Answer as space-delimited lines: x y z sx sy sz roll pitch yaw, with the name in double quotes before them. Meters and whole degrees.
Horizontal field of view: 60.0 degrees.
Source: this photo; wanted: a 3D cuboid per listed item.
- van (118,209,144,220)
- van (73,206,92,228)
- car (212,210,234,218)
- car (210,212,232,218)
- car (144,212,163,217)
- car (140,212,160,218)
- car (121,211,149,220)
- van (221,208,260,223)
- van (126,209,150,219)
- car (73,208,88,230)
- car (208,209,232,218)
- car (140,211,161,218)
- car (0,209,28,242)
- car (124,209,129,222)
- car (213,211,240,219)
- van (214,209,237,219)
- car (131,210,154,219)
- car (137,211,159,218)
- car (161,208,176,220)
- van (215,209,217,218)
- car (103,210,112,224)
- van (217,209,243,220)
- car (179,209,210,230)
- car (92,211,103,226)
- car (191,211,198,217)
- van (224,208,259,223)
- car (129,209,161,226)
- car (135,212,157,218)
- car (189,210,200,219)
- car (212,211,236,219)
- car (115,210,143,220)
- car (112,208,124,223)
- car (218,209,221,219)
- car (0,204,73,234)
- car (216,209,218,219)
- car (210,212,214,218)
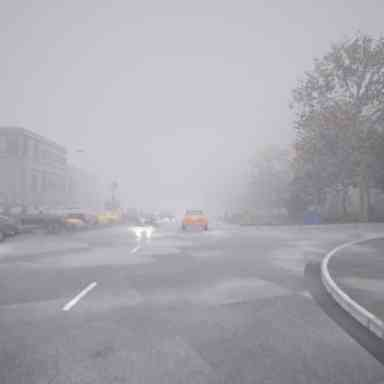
"van" -11.084 4.066 60.857 4.442 1.987 1.878 0 -3 -19
"van" -11.191 2.216 28.733 4.442 1.987 1.878 0 -4 -20
"car" 6.964 5.048 75.339 4.553 1.767 2.185 2 -4 -19
"car" 7.076 5.568 81.230 4.792 1.488 2.163 2 -4 -19
"car" -10.650 6.265 93.097 4.892 1.521 2.231 0 -4 -19
"car" -10.735 5.762 84.309 4.674 1.452 2.002 0 -4 -19
"car" -10.937 4.467 63.814 5.008 1.535 2.097 0 -3 -19
"van" 6.551 3.029 42.983 4.442 1.987 1.878 2 -3 -19
"van" -10.808 4.419 66.799 4.442 1.987 1.878 0 -4 -19
"car" -11.147 2.273 25.809 5.366 1.575 1.946 0 -4 -20
"car" 7.059 5.466 84.159 5.566 2.045 2.435 2 -3 -19
"car" -10.875 5.898 87.173 5.366 1.575 1.946 0 -3 -19
"car" -11.367 1.831 16.953 4.892 1.521 2.231 0 -2 -20
"car" -11.121 3.298 43.321 4.792 1.488 2.163 0 -4 -19
"car" 6.892 4.637 66.526 4.892 1.521 2.231 2 -4 -19
"van" 7.038 4.594 69.522 4.442 1.987 1.878 2 -4 -19
"car" -10.885 4.875 72.600 4.553 1.767 2.185 0 -4 -19
"car" -10.773 5.543 81.387 4.892 1.521 2.231 0 -4 -20
"car" -4.583 3.921 59.042 2.150 2.045 5.566 0 -4 1
"van" 6.674 3.707 54.739 4.442 1.987 1.878 2 -3 -19
"car" -11.420 2.767 34.473 5.366 1.575 1.946 0 -3 -20
"van" 6.951 4.063 60.703 4.442 1.987 1.878 2 -4 -19
"car" 0.229 2.355 29.486 2.097 1.767 4.553 0 -3 0
"car" -11.298 2.635 31.592 4.792 1.488 2.163 0 -3 -19
"car" 0.651 5.397 81.083 1.812 1.442 4.674 0 -4 1
"van" 6.799 3.205 46.009 4.442 1.987 1.878 2 -4 -19
"car" -4.908 2.845 35.694 2.128 1.511 4.902 0 -3 1
"car" -10.765 5.390 78.465 4.792 1.488 2.163 1 -4 -19
"car" 0.548 4.771 71.066 2.097 1.767 4.553 0 -4 1
"car" 6.987 5.025 72.412 4.792 1.488 2.163 2 -4 -19
"car" -10.975 3.992 57.973 4.553 1.767 2.185 0 -3 -19
"car" -11.359 3.098 40.325 5.366 1.575 1.946 0 -3 -19
"car" 6.723 3.634 48.886 4.674 1.452 2.002 2 -3 -19
"car" -11.320 1.860 22.838 5.566 2.045 2.435 0 -3 -20
"car" 6.750 3.805 51.826 4.674 1.452 2.002 2 -3 -19
"car" 6.695 4.450 63.524 5.366 1.575 1.946 2 -3 -19
